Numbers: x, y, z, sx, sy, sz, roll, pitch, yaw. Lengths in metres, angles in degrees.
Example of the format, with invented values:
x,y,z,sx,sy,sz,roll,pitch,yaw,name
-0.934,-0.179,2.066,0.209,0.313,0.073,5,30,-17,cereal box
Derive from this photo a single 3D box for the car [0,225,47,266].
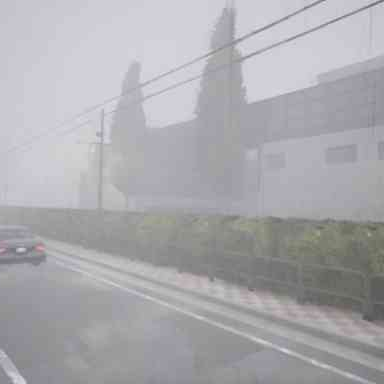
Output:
x,y,z,sx,sy,sz,roll,pitch,yaw,name
-7.256,1.990,12.759,2.033,1.411,5.357,4,-4,-41,car
